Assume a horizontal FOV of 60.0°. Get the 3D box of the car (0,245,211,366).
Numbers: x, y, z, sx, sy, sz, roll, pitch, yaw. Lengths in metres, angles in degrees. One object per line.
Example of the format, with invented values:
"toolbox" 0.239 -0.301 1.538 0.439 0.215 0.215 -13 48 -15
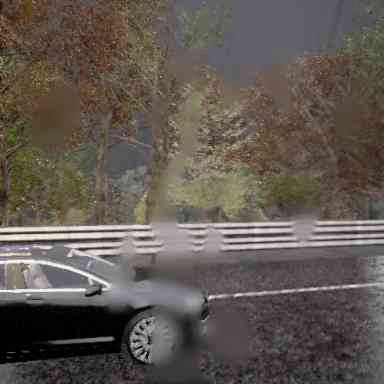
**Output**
"car" -2.167 1.561 4.888 4.902 1.511 2.128 0 -1 -15
